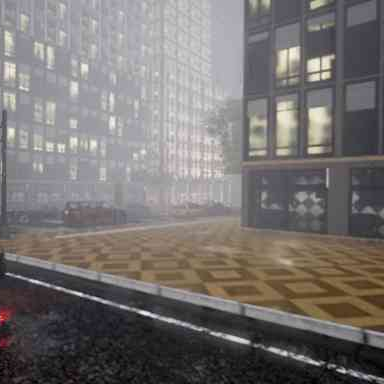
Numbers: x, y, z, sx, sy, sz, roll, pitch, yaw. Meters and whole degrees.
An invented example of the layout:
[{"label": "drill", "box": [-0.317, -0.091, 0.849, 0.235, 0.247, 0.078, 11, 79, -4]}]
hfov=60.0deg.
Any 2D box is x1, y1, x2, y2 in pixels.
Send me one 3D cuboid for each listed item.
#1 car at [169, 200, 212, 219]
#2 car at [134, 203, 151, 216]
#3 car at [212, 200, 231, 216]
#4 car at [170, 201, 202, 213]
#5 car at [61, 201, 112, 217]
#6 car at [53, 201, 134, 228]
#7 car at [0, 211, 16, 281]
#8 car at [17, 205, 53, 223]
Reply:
[{"label": "car", "box": [-0.314, 1.868, 33.752, 1.752, 1.417, 4.829, 0, 0, 36]}, {"label": "car", "box": [-6.696, 1.781, 34.851, 2.033, 1.411, 5.357, 1, 0, 37]}, {"label": "car", "box": [2.938, 1.972, 38.151, 1.802, 1.307, 4.206, 0, 0, 36]}, {"label": "car", "box": [-0.713, 1.885, 42.918, 1.994, 1.385, 4.181, 1, 0, 37]}, {"label": "car", "box": [-10.609, 1.695, 33.924, 1.752, 1.417, 4.829, 0, 0, 36]}, {"label": "car", "box": [-7.120, 1.557, 24.547, 2.192, 1.841, 5.009, 0, 0, 36]}, {"label": "car", "box": [-6.772, 1.364, 8.536, 4.553, 1.767, 2.097, 0, 0, 36]}, {"label": "car", "box": [-12.490, 1.749, 27.015, 1.895, 1.301, 4.718, 1, 0, 36]}]
